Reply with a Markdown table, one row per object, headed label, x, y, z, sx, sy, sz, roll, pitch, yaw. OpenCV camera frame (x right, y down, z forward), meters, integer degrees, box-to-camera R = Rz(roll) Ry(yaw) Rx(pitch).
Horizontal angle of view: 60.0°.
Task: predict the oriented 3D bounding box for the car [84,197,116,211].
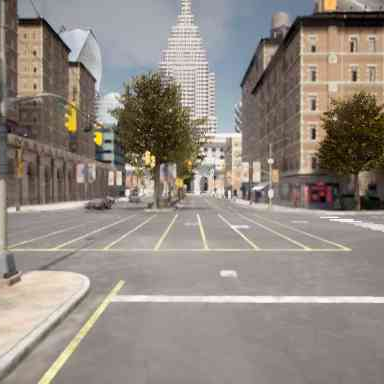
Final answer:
| label | x | y | z | sx | sy | sz | roll | pitch | yaw |
| --- | --- | --- | --- | --- | --- | --- | --- | --- | --- |
| car | -11.510 | 1.504 | 41.155 | 2.033 | 1.411 | 5.357 | 0 | 0 | 3 |

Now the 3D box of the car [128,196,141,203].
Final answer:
| label | x | y | z | sx | sy | sz | roll | pitch | yaw |
| --- | --- | --- | --- | --- | --- | --- | --- | --- | --- |
| car | -11.391 | 1.485 | 66.485 | 1.994 | 1.385 | 4.181 | 0 | 0 | 0 |

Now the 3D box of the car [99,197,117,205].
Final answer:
| label | x | y | z | sx | sy | sz | roll | pitch | yaw |
| --- | --- | --- | --- | --- | --- | --- | --- | --- | --- |
| car | -14.654 | 1.532 | 58.061 | 1.895 | 1.301 | 4.718 | 0 | 0 | 0 |
